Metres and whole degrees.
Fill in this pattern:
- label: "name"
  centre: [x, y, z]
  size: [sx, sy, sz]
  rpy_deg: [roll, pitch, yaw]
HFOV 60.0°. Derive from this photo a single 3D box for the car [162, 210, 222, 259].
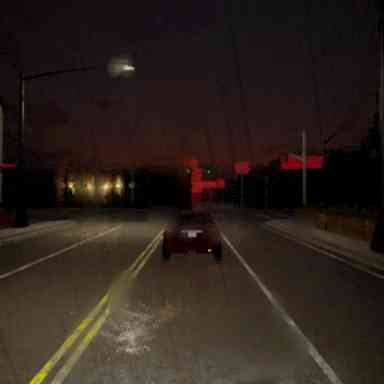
- label: "car"
  centre: [0.015, 1.503, 13.402]
  size: [2.097, 1.767, 4.553]
  rpy_deg: [0, -1, 0]
